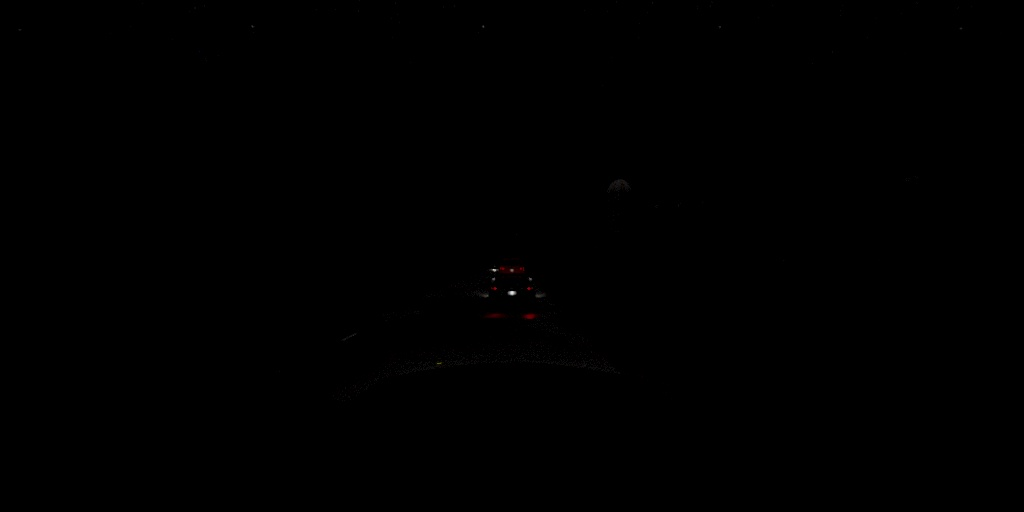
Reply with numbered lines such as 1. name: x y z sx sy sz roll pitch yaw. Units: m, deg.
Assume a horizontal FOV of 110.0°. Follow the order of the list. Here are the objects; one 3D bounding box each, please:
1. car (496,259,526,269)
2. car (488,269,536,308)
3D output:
1. car: -0.003 1.237 30.855 2.150 2.045 5.566 0 0 0
2. car: 0.005 1.449 16.177 1.994 1.385 4.181 0 0 0
